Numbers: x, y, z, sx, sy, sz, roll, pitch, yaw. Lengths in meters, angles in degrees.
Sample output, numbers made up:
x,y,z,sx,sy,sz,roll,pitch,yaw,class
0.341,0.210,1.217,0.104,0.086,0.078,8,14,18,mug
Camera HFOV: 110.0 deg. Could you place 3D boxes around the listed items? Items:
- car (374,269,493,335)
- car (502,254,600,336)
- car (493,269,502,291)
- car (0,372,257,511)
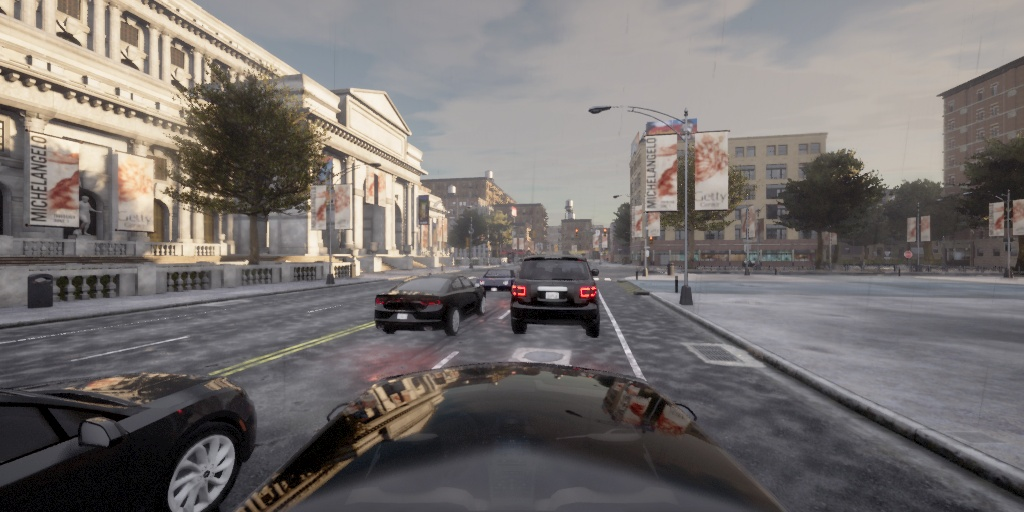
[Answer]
x,y,z,sx,sy,sz,roll,pitch,yaw,class
-2.114,1.228,10.629,1.882,1.535,5.008,0,0,9,car
1.374,0.971,10.617,2.150,2.045,5.566,0,0,10,car
-0.458,1.351,19.751,1.895,1.301,4.718,0,0,11,car
-3.204,1.255,1.235,1.837,1.490,4.892,0,0,0,car
